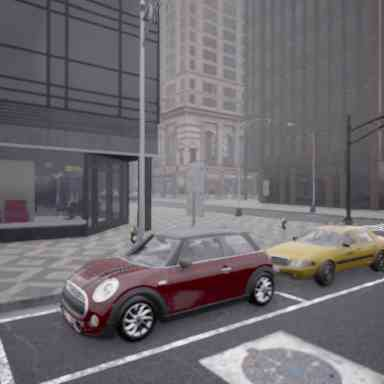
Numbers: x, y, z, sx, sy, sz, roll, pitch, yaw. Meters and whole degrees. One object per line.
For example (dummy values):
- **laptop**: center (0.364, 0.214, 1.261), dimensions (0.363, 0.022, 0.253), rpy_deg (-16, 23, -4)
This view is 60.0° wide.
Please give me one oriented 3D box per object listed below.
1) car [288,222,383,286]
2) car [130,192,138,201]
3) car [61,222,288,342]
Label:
- **car**: center (3.983, 1.559, 9.488), dimensions (4.829, 1.417, 1.752), rpy_deg (0, 0, -35)
- **car**: center (-8.871, 0.712, 52.884), dimensions (1.812, 1.442, 4.674), rpy_deg (0, 1, -35)
- **car**: center (-0.322, 1.453, 6.419), dimensions (4.097, 1.590, 1.967), rpy_deg (0, 0, -35)
